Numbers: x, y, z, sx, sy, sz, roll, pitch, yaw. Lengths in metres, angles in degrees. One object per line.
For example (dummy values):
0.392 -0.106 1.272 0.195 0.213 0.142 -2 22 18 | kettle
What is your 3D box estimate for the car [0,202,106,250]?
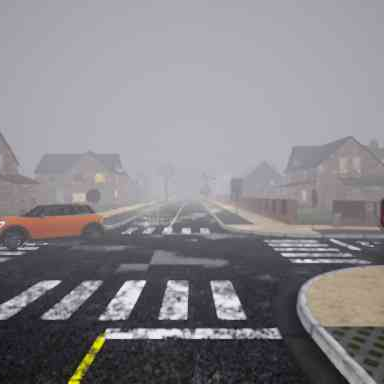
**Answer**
-6.105 1.257 14.116 4.553 1.767 2.097 0 -1 -36 | car
